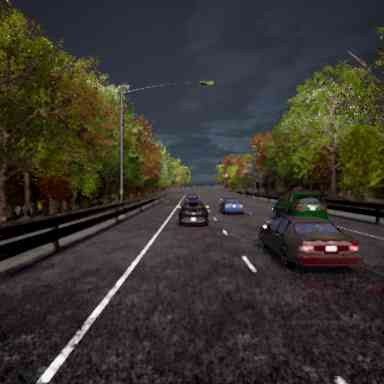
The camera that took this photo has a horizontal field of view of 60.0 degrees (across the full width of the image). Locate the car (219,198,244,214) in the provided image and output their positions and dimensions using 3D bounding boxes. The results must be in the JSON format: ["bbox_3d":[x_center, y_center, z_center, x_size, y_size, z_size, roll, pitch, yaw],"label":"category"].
[{"bbox_3d":[3.580,1.215,30.695,2.033,1.411,5.357,0,1,0],"label":"car"}]

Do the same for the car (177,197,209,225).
[{"bbox_3d":[0.085,1.318,21.994,1.837,1.490,4.892,0,1,0],"label":"car"}]

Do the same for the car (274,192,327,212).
[{"bbox_3d":[7.088,1.032,22.191,2.150,2.045,5.566,0,1,0],"label":"car"}]

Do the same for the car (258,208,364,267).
[{"bbox_3d":[3.592,1.486,11.094,2.033,1.411,5.357,0,1,0],"label":"car"}]

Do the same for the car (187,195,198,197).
[{"bbox_3d":[0.074,1.029,41.662,1.994,1.385,4.181,0,1,0],"label":"car"}]
